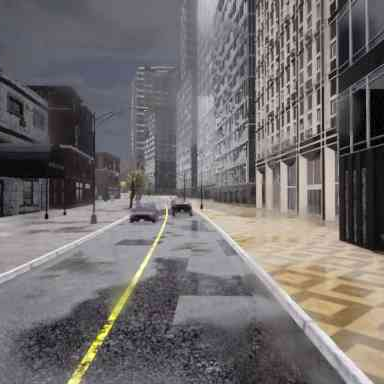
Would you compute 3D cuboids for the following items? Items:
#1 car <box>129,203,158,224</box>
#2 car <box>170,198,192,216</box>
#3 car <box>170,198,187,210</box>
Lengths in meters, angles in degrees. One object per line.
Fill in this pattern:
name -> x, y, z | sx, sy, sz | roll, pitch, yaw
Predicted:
car -> -3.527, 1.541, 25.195 | 2.033, 1.411, 5.357 | 0, 0, -3
car -> -1.013, 1.484, 32.338 | 2.128, 1.511, 4.902 | 0, 0, -4
car -> -1.849, 1.531, 43.299 | 2.033, 1.411, 5.357 | 0, 0, -5
